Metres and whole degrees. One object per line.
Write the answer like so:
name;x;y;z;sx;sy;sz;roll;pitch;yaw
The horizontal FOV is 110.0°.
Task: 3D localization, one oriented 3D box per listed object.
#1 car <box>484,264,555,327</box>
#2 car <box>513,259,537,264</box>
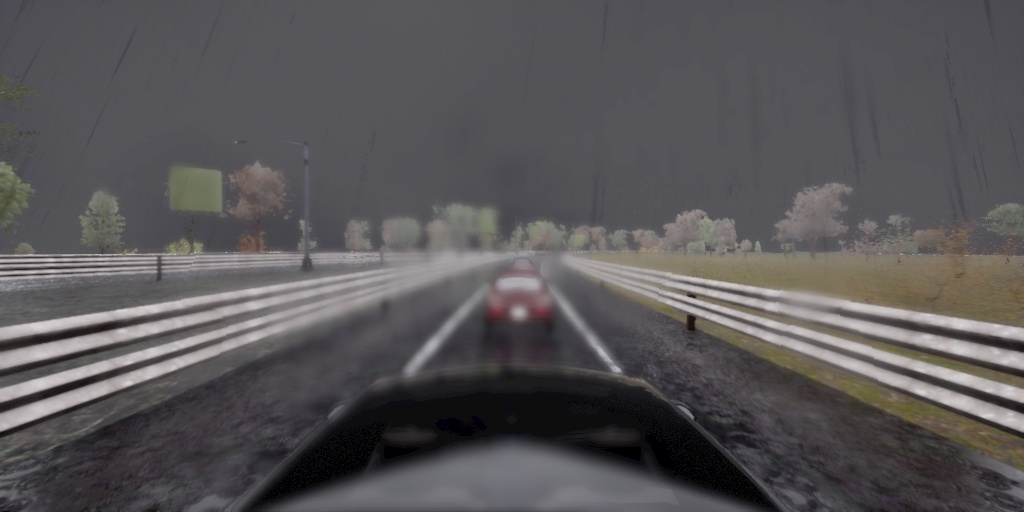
car;0.231;1.133;10.735;1.812;1.442;4.674;0;1;2
car;0.989;0.896;28.106;1.994;1.385;4.181;0;1;4
